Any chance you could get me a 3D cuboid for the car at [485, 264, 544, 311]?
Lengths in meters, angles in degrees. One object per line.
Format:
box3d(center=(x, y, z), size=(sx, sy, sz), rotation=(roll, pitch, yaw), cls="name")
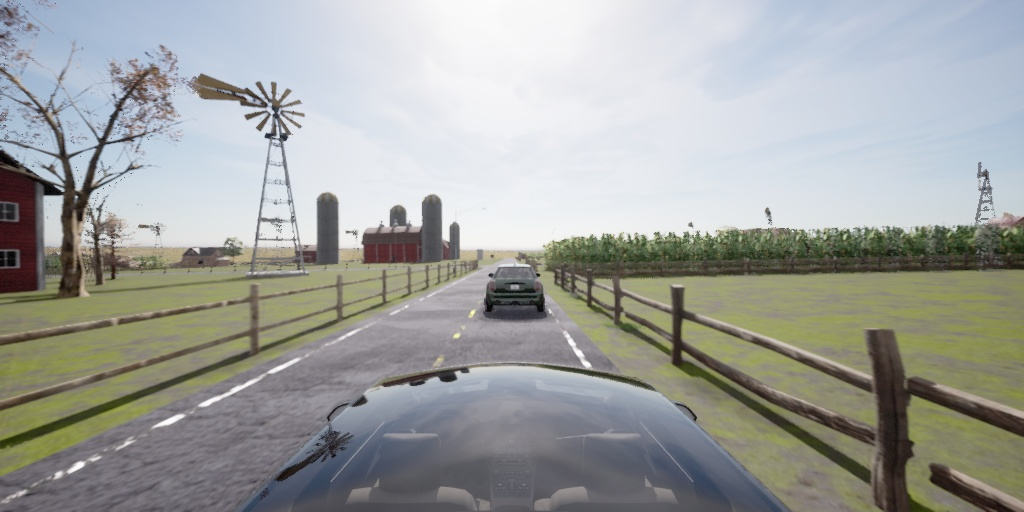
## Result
box3d(center=(0.100, 1.094, 14.525), size=(2.097, 1.767, 4.553), rotation=(0, 0, 0), cls="car")
